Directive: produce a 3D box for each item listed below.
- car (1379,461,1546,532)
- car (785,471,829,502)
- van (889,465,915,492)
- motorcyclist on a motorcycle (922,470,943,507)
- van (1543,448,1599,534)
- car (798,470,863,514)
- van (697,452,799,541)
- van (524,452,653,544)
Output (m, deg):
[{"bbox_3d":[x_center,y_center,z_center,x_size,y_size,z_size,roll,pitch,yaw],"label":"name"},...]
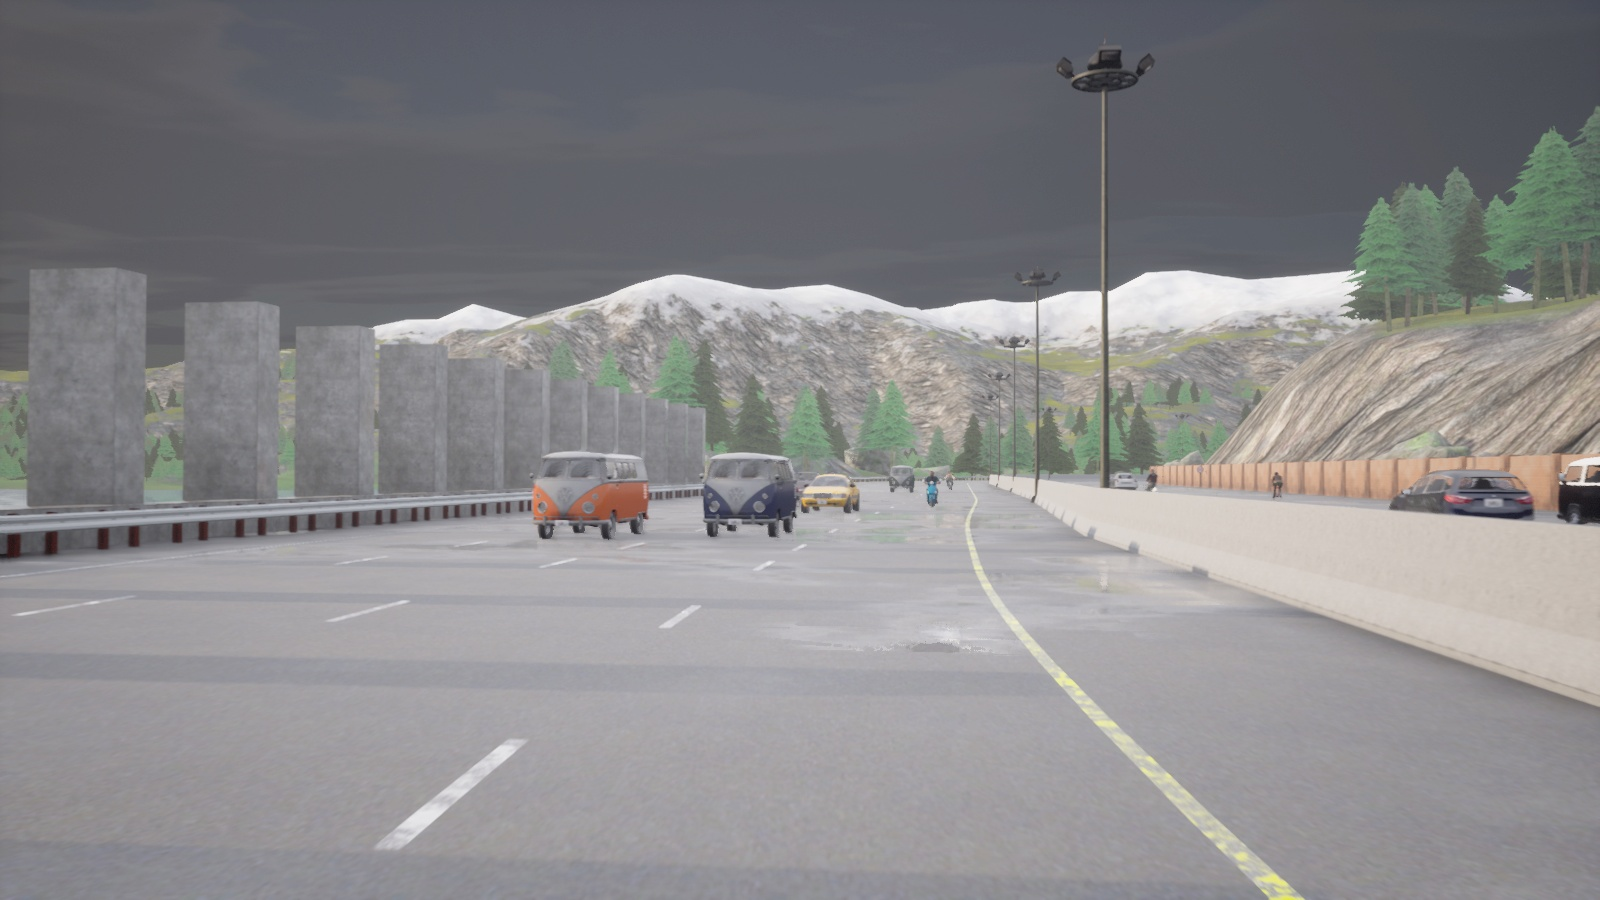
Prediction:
[{"bbox_3d":[16.614,1.127,31.806,2.242,1.667,4.611,0,-1,7],"label":"car"},{"bbox_3d":[0.375,1.893,65.593,1.789,1.549,3.705,0,-1,8],"label":"car"},{"bbox_3d":[7.660,2.114,94.078,1.775,1.987,4.442,0,-1,7],"label":"van"},{"bbox_3d":[5.827,1.670,55.184,0.866,1.590,1.817,-1,-1,7],"label":"motorcyclist on a motorcycle"},{"bbox_3d":[19.917,0.964,30.005,2.069,2.038,4.480,0,-1,7],"label":"van"},{"bbox_3d":[1.236,1.551,47.957,1.801,1.575,5.366,0,-1,9],"label":"car"},{"bbox_3d":[-1.177,1.084,30.552,1.775,1.987,4.442,0,-1,7],"label":"van"},{"bbox_3d":[-4.846,1.079,29.378,1.775,1.987,4.442,0,-1,7],"label":"van"}]
